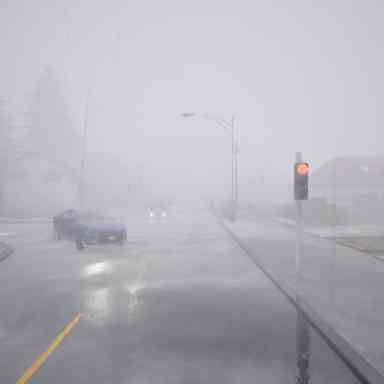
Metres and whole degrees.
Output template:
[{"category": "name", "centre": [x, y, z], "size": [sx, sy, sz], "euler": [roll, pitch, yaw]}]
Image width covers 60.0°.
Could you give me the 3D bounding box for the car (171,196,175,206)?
[{"category": "car", "centre": [-4.086, 1.525, 51.884], "size": [1.812, 1.442, 4.674], "euler": [0, 0, 0]}]

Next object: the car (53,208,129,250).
[{"category": "car", "centre": [-4.550, 1.478, 14.614], "size": [1.882, 1.535, 5.008], "euler": [3, -2, -38]}]

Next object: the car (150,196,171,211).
[{"category": "car", "centre": [-4.093, 1.505, 41.611], "size": [1.837, 1.490, 4.892], "euler": [0, 0, 0]}]
